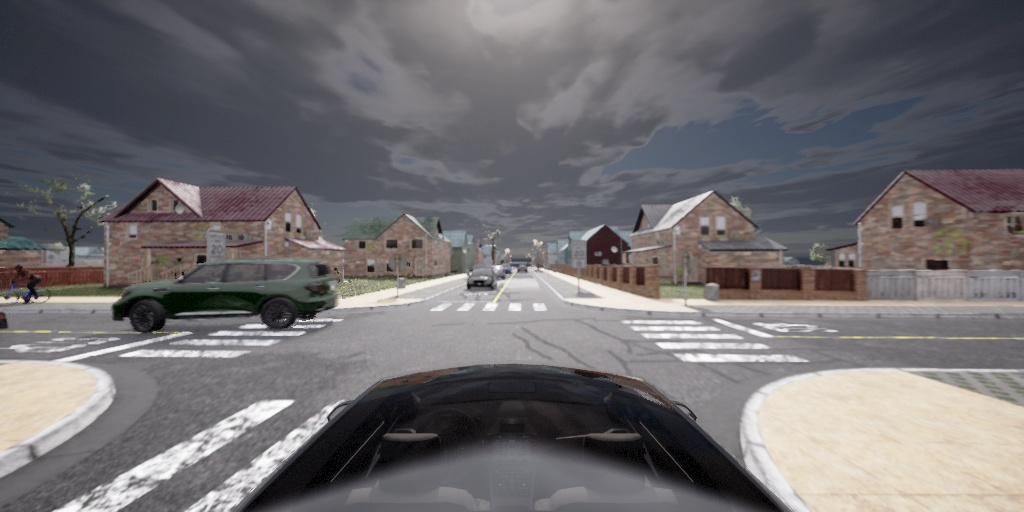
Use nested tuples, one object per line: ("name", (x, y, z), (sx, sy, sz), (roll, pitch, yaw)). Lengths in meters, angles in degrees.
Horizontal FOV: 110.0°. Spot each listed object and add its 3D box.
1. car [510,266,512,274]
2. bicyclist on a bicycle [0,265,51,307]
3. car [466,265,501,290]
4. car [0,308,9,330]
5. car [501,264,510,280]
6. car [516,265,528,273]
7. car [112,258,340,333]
("car", (-1.117, 1.994, 56.723), (2.097, 1.767, 4.553), (0, -1, 2))
("bicyclist on a bicycle", (-19.738, 1.189, 14.499), (0.582, 1.620, 1.656), (0, 0, 2))
("car", (-2.094, 1.614, 25.920), (1.837, 1.490, 4.892), (0, -1, 2))
("car", (-14.997, 1.404, 8.510), (4.181, 1.385, 1.994), (0, 0, 1))
("car", (-1.681, 1.838, 40.040), (2.128, 1.511, 4.902), (0, -1, 2))
("car", (1.829, 2.279, 63.074), (1.812, 1.442, 4.674), (0, -1, 2))
("car", (-8.324, 1.086, 10.955), (5.566, 2.045, 2.150), (0, 1, -9))
